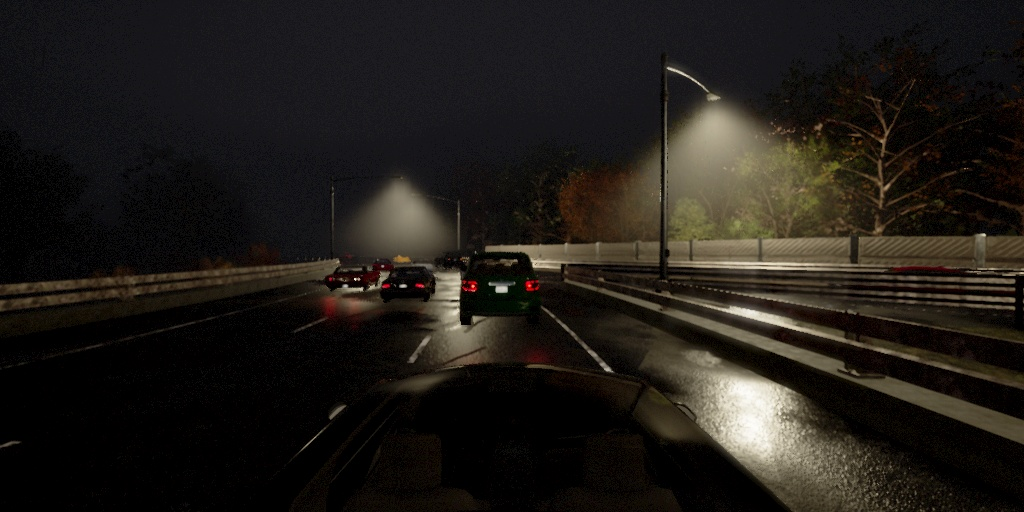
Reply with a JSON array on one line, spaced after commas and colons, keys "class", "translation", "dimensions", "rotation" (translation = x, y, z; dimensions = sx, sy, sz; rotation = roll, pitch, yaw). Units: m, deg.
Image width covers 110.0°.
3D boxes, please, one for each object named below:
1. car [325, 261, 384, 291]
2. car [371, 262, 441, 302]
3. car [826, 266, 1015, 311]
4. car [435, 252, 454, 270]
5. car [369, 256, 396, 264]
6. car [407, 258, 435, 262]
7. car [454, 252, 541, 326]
[{"class": "car", "translation": [-8.708, 1.173, 20.032], "dimensions": [1.895, 1.301, 4.718], "rotation": [0, 1, -10]}, {"class": "car", "translation": [-4.460, 1.159, 15.932], "dimensions": [2.033, 1.411, 5.357], "rotation": [0, 1, -8]}, {"class": "car", "translation": [15.535, 1.151, 14.014], "dimensions": [5.008, 1.535, 1.882], "rotation": [-1, 0, 42]}, {"class": "car", "translation": [-7.752, 0.562, 43.309], "dimensions": [2.150, 2.045, 5.566], "rotation": [-1, 1, -28]}, {"class": "car", "translation": [-13.388, 0.970, 37.149], "dimensions": [1.994, 1.385, 4.181], "rotation": [0, 1, -19]}, {"class": "car", "translation": [-8.998, 1.025, 35.306], "dimensions": [1.895, 1.301, 4.718], "rotation": [0, 1, -18]}, {"class": "car", "translation": [-0.464, 0.878, 11.394], "dimensions": [2.150, 2.045, 5.566], "rotation": [0, 1, -5]}]
